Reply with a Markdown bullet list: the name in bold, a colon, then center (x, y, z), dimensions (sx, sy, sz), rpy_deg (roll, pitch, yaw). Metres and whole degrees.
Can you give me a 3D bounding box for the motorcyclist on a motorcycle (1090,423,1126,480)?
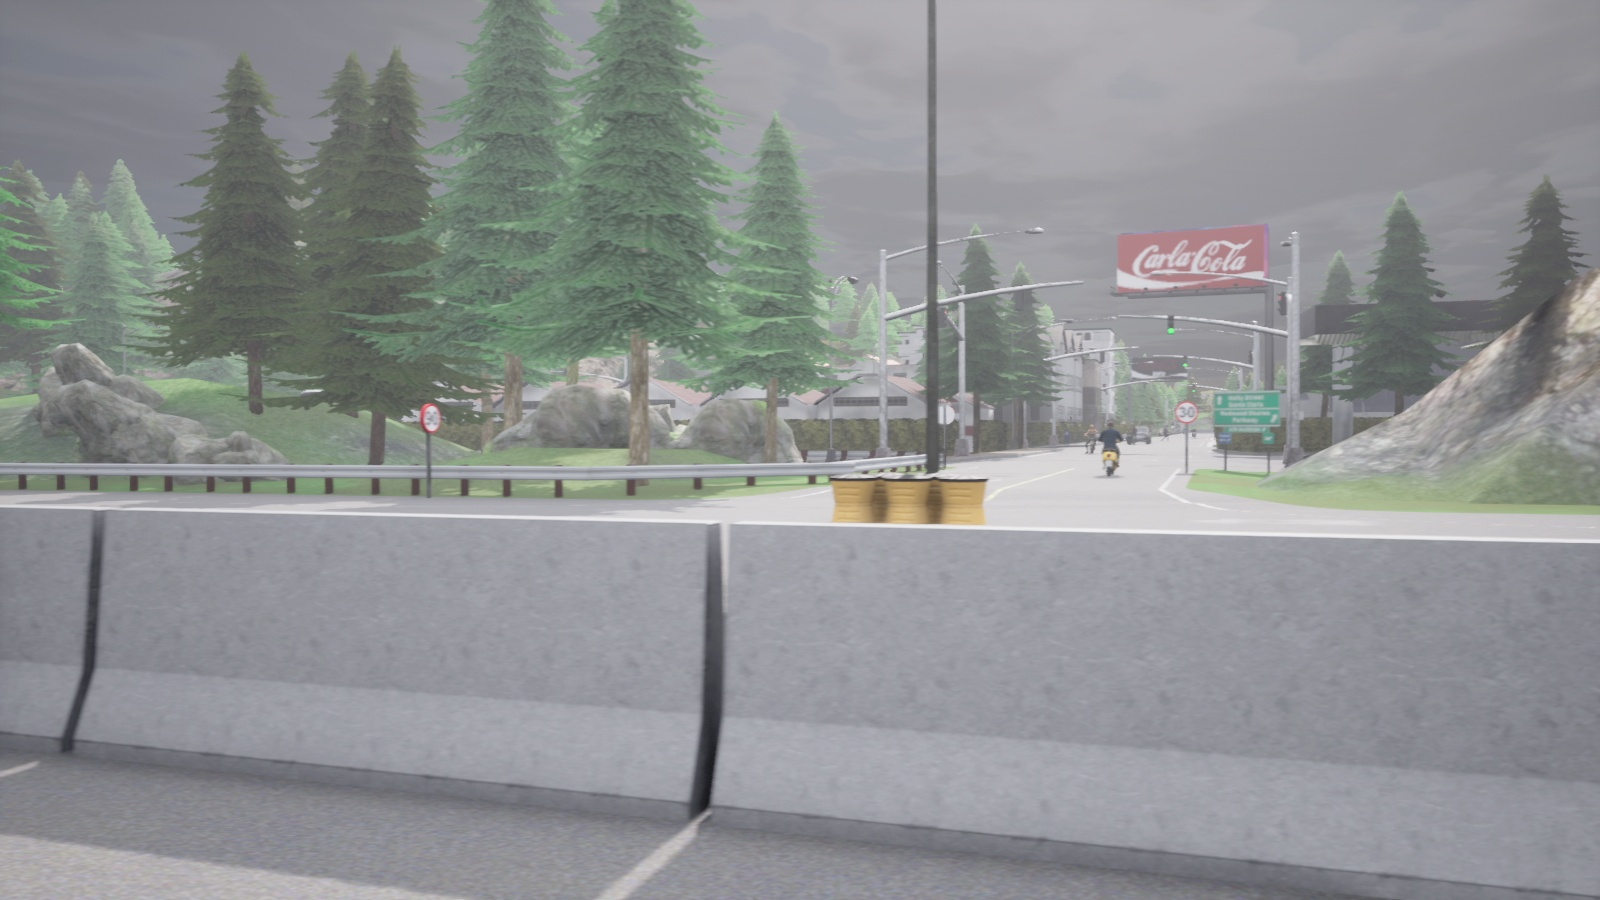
- **motorcyclist on a motorcycle**: center (8.966, 0.033, 36.550), dimensions (0.866, 1.590, 1.817), rpy_deg (1, 1, 18)
